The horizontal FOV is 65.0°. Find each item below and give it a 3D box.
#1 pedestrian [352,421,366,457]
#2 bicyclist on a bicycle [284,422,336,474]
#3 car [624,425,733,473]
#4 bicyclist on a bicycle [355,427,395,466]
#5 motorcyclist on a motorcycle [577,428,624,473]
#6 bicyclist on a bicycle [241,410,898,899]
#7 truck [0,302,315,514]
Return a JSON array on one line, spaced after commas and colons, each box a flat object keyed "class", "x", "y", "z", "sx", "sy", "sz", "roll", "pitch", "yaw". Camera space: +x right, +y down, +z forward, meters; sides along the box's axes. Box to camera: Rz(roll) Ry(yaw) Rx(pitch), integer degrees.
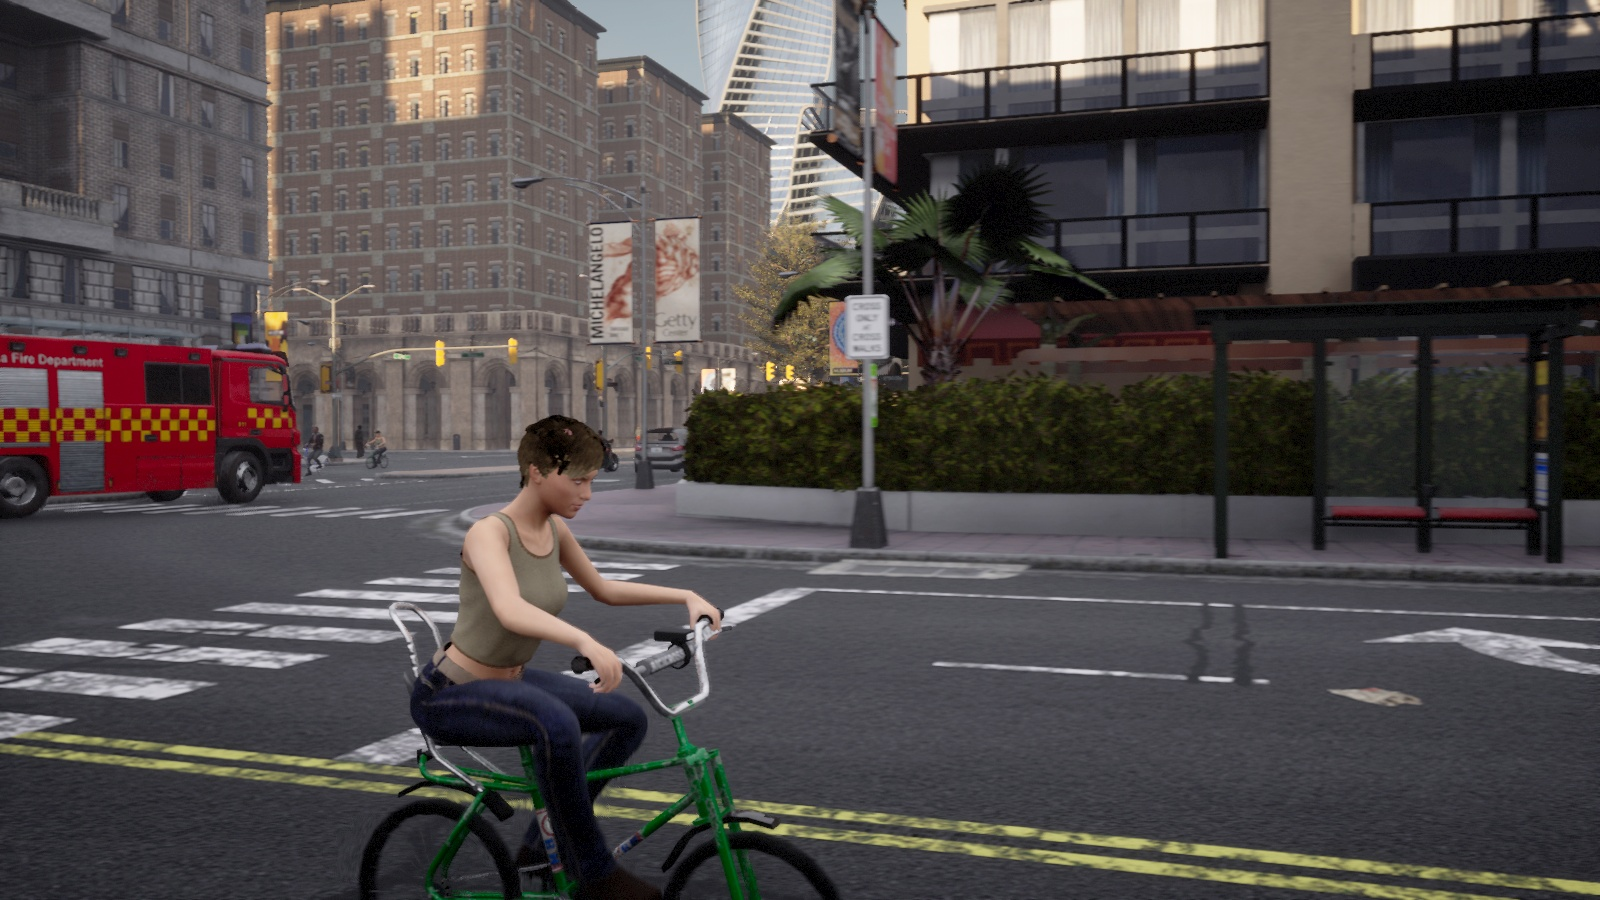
[{"class": "pedestrian", "x": -23.706, "y": -0.604, "z": 67.492, "sx": 0.395, "sy": 1.930, "sz": 0.692, "roll": 0, "pitch": 1, "yaw": 17}, {"class": "bicyclist on a bicycle", "x": -17.073, "y": -0.068, "z": 43.766, "sx": 0.659, "sy": 1.776, "sz": 1.843, "roll": 1, "pitch": 1, "yaw": 18}, {"class": "car", "x": -4.343, "y": -0.077, "z": 45.699, "sx": 2.242, "sy": 1.667, "sz": 4.611, "roll": 1, "pitch": 1, "yaw": 18}, {"class": "bicyclist on a bicycle", "x": -17.843, "y": -0.150, "z": 52.797, "sx": 0.866, "sy": 1.612, "sz": 1.509, "roll": 1, "pitch": 1, "yaw": 17}, {"class": "motorcyclist on a motorcycle", "x": -7.502, "y": -0.009, "z": 47.295, "sx": 0.766, "sy": 1.649, "sz": 2.350, "roll": 1, "pitch": 1, "yaw": 18}, {"class": "bicyclist on a bicycle", "x": -0.580, "y": 0.707, "z": 3.392, "sx": 1.509, "sy": 1.612, "sz": 0.866, "roll": 1, "pitch": 1, "yaw": 19}, {"class": "truck", "x": -14.401, "y": -0.809, "z": 26.032, "sx": 2.891, "sy": 3.827, "sz": 8.468, "roll": 1, "pitch": 1, "yaw": 25}]
